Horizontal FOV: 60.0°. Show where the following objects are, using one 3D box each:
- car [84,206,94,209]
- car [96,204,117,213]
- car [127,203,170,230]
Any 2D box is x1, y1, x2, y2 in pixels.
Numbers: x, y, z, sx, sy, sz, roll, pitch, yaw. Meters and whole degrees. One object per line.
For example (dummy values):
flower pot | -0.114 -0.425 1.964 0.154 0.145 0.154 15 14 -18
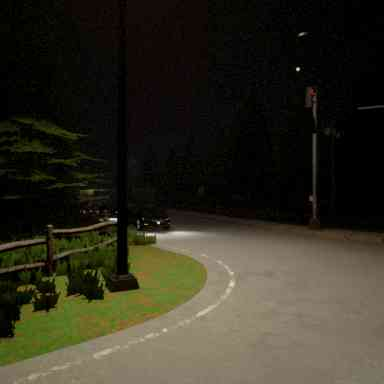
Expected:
car | -12.416 1.499 41.770 1.812 1.442 4.674 0 0 -24
car | -7.047 1.537 29.765 1.994 1.385 4.181 0 0 -24
car | -2.892 1.478 20.722 1.837 1.490 4.892 0 0 -25
